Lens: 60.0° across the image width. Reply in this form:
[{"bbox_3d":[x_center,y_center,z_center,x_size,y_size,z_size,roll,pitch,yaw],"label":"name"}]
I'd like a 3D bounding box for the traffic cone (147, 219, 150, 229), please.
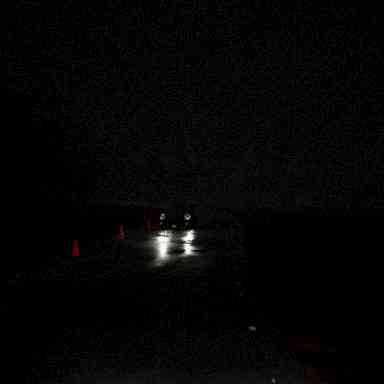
[{"bbox_3d":[-2.903,2.132,22.222,0.340,0.580,0.340,0,-1,9],"label":"traffic cone"}]

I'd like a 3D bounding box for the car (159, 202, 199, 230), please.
[{"bbox_3d":[-0.791,1.531,22.272,2.097,1.767,4.553,0,-1,8],"label":"car"}]

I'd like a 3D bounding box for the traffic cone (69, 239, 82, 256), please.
[{"bbox_3d":[-4.239,2.008,12.122,0.340,0.580,0.340,0,-1,5],"label":"traffic cone"}]

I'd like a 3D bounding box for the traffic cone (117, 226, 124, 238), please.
[{"bbox_3d":[-3.662,2.062,17.189,0.340,0.580,0.340,0,-1,8],"label":"traffic cone"}]
